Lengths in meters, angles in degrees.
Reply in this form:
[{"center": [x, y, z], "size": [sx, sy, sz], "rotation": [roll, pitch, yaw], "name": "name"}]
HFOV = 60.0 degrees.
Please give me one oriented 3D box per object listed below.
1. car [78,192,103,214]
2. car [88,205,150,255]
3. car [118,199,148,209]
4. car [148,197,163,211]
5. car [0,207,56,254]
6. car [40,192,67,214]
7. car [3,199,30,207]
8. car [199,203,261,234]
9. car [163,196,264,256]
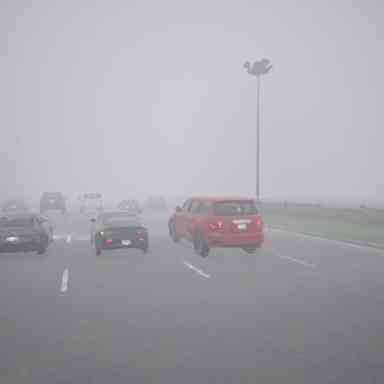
[{"center": [-10.243, 1.051, 33.707], "size": [2.150, 2.045, 5.566], "rotation": [0, 0, -20], "name": "car"}, {"center": [-2.920, 1.467, 13.045], "size": [1.812, 1.442, 4.674], "rotation": [0, 0, -19], "name": "car"}, {"center": [-6.074, 1.406, 32.420], "size": [2.033, 1.411, 5.357], "rotation": [0, 0, -20], "name": "car"}, {"center": [-4.243, 1.339, 37.730], "size": [2.128, 1.511, 4.902], "rotation": [0, 0, -20], "name": "car"}, {"center": [-6.536, 1.490, 12.778], "size": [1.994, 1.385, 4.181], "rotation": [0, 0, -19], "name": "car"}, {"center": [-13.515, 1.039, 32.477], "size": [2.150, 2.045, 5.566], "rotation": [0, -1, -20], "name": "car"}, {"center": [-17.599, 1.362, 33.500], "size": [1.994, 1.385, 4.181], "rotation": [0, 0, -20], "name": "car"}, {"center": [2.080, 1.467, 19.910], "size": [1.812, 1.442, 4.674], "rotation": [0, 0, -20], "name": "car"}, {"center": [0.720, 1.181, 13.256], "size": [2.150, 2.045, 5.566], "rotation": [0, 0, -19], "name": "car"}]
